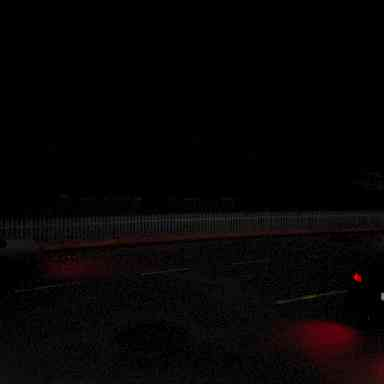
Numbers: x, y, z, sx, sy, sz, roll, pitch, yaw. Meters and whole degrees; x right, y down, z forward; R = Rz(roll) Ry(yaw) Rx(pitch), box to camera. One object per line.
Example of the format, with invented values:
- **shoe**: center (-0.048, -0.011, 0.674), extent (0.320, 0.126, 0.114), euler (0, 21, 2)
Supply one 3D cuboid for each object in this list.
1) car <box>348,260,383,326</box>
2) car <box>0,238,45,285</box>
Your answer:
- **car**: center (4.804, 1.564, 5.767), extent (4.181, 1.385, 1.994), euler (0, 0, -24)
- **car**: center (-6.228, 1.601, 8.001), extent (4.718, 1.301, 1.895), euler (0, 0, -34)
